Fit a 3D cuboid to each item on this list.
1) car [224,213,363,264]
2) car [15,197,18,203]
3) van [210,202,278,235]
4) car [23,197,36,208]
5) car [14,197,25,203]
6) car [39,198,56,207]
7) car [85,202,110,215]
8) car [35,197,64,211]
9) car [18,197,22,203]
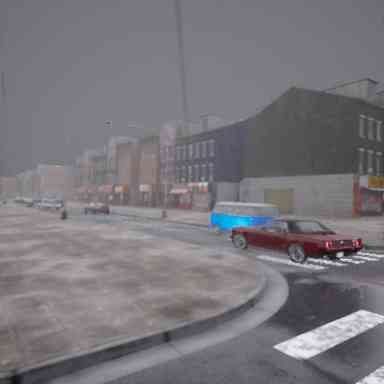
[{"bbox_3d":[3.352,1.607,11.845,1.895,1.301,4.718,2,-2,-28],"label":"car"},{"bbox_3d":[-38.296,1.732,75.359,1.967,1.590,4.097,2,-1,-35],"label":"car"},{"bbox_3d":[2.592,1.444,17.229,1.690,1.788,3.998,2,-1,-35],"label":"van"},{"bbox_3d":[-23.390,1.579,49.587,1.837,1.490,4.892,2,-2,-35],"label":"car"},{"bbox_3d":[-41.445,1.905,79.828,1.802,1.307,4.206,2,-1,-35],"label":"car"},{"bbox_3d":[-24.577,1.724,56.525,1.812,1.442,4.674,2,-2,-35],"label":"car"},{"bbox_3d":[-9.994,1.699,35.112,1.802,1.307,4.206,2,-1,-35],"label":"car"},{"bbox_3d":[-18.024,1.650,42.041,1.895,1.301,4.718,2,-1,-35],"label":"car"},{"bbox_3d":[-35.155,1.846,70.886,1.802,1.307,4.206,2,-1,-35],"label":"car"}]
